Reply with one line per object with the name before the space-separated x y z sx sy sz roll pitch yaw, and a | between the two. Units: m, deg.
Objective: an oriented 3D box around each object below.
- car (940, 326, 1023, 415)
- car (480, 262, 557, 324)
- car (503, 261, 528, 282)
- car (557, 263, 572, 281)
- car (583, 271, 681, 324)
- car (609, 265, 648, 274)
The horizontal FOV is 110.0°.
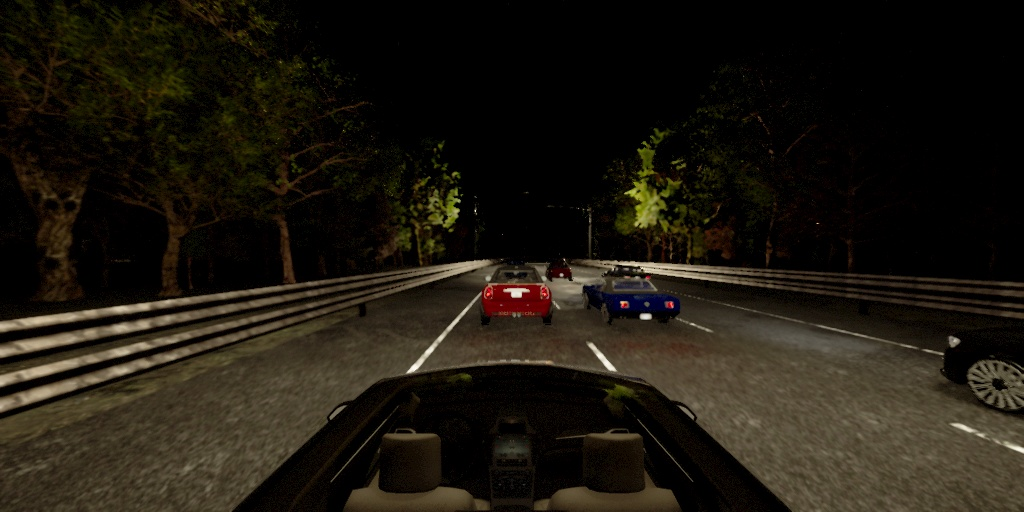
car | 7.103 1.243 3.098 2.128 1.511 4.902 0 0 0
car | 0.140 1.102 12.176 2.097 1.767 4.553 0 0 0
car | 0.317 1.225 30.153 1.882 1.535 5.008 0 0 1
car | 3.809 1.274 29.582 1.812 1.442 4.674 0 0 1
car | 3.637 1.351 11.919 1.895 1.301 4.718 0 0 0
car | 7.226 1.298 22.985 2.033 1.411 5.357 0 0 1
